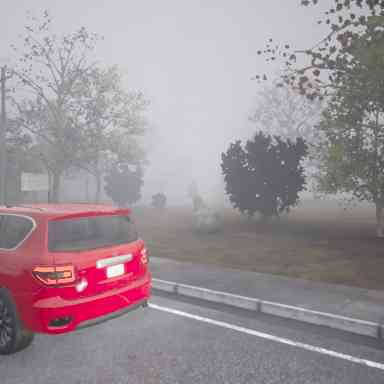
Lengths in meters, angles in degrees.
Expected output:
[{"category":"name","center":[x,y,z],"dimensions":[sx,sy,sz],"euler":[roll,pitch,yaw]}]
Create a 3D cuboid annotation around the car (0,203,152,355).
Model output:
[{"category":"car","center":[-3.281,1.221,6.321],"dimensions":[5.566,2.045,2.150],"euler":[0,0,35]}]
